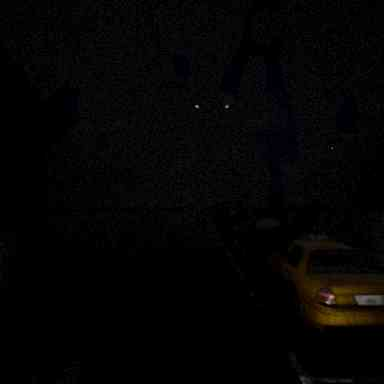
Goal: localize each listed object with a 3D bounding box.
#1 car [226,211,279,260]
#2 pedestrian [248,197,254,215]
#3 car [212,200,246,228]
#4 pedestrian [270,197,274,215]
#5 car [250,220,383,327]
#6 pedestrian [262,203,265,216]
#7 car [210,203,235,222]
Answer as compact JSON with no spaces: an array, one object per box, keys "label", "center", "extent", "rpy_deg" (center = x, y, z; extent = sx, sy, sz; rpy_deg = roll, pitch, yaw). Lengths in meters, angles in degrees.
[{"label":"car","center":[2.639,1.639,12.584],"extent":[2.008,1.369,4.403],"rpy_deg":[0,0,0]},{"label":"pedestrian","center":[6.015,1.388,33.855],"extent":[0.375,1.860,0.375],"rpy_deg":[0,0,0]},{"label":"car","center":[2.640,1.486,23.676],"extent":[2.192,1.841,5.009],"rpy_deg":[0,0,0]},{"label":"pedestrian","center":[8.015,1.359,33.255],"extent":[0.375,1.860,0.375],"rpy_deg":[0,0,0]},{"label":"car","center":[2.638,1.574,7.210],"extent":[1.752,1.417,4.829],"rpy_deg":[0,0,0]},{"label":"pedestrian","center":[7.014,1.651,32.653],"extent":[0.375,1.300,0.375],"rpy_deg":[0,0,0]},{"label":"car","center":[2.641,1.739,29.390],"extent":[1.752,1.417,4.829],"rpy_deg":[0,0,0]}]
